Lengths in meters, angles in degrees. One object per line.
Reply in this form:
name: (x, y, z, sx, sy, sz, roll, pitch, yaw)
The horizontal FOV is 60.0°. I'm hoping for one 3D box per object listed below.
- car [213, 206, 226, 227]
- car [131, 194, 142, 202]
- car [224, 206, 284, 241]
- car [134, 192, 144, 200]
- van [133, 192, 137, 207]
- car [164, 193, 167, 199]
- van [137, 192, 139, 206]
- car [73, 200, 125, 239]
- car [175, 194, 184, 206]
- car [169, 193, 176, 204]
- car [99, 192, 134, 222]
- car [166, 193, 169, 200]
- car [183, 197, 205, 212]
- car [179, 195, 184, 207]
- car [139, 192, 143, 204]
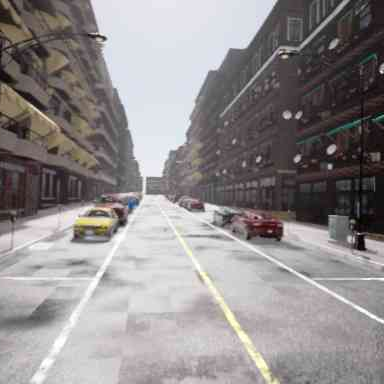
car: (2.554, 1.621, 22.796, 2.008, 1.369, 4.403, 3, 0, -7)
car: (-10.931, 1.185, 65.727, 1.947, 1.339, 4.313, 3, 0, -7)
car: (3.263, 1.645, 17.309, 1.887, 1.381, 4.507, 3, 0, -7)
car: (-13.043, 0.899, 82.181, 2.192, 1.841, 5.009, 3, 0, -7)
van: (-6.667, 1.079, 32.817, 1.690, 1.788, 3.998, 4, 0, -7)
car: (-5.274, 1.443, 83.131, 1.802, 1.307, 4.206, 3, 0, -7)
van: (-7.376, 1.056, 38.303, 1.690, 1.788, 3.998, 4, 0, -7)
car: (-4.533, 1.346, 16.194, 1.752, 1.417, 4.829, 4, 0, -7)
car: (-0.973, 1.393, 50.223, 1.967, 1.590, 4.097, 3, 0, -7)
car: (-2.424, 1.229, 61.189, 2.192, 1.841, 5.009, 3, 0, -7)
car: (-5.249, 1.107, 21.849, 2.192, 1.841, 5.009, 4, 0, -7)
car: (-3.849, 1.324, 72.160, 1.967, 1.590, 4.097, 3, 0, -7)
car: (0.431, 1.539, 39.251, 1.887, 1.381, 4.507, 3, 0, -7)
car: (-0.278, 1.517, 44.735, 1.887, 1.381, 4.507, 3, 0, -7)
car: (-8.791, 0.988, 49.273, 2.192, 1.841, 5.009, 3, 0, -7)
